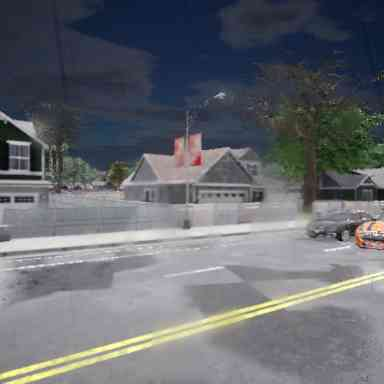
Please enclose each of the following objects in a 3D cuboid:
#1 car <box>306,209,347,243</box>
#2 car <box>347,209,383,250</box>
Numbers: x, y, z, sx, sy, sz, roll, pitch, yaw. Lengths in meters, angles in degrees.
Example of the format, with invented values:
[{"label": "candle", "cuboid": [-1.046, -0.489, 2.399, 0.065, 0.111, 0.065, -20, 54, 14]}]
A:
[{"label": "car", "cuboid": [7.936, 1.666, 17.322, 4.892, 1.490, 1.837, 1, 0, -35]}, {"label": "car", "cuboid": [8.885, 1.502, 14.008, 4.553, 1.767, 2.097, 1, 0, -35]}]
